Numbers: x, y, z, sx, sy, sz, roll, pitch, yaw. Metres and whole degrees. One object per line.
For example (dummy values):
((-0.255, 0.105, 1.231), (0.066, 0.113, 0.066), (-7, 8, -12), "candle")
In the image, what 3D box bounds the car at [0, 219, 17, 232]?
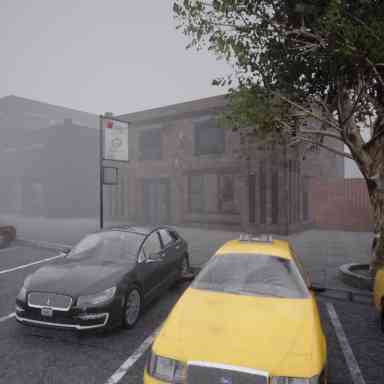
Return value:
((-8.741, 1.528, 12.359), (2.002, 1.452, 4.674), (1, -1, 16), "car")

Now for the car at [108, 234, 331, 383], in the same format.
((0.962, 1.480, 5.186), (1.946, 1.575, 5.366), (1, -1, 16), "car")

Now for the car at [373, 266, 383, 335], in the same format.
((3.405, 1.480, 3.442), (1.946, 1.575, 5.366), (1, -1, 16), "car")

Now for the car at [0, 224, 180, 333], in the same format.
((-1.424, 1.487, 7.117), (2.231, 1.521, 4.892), (1, -1, 16), "car")
